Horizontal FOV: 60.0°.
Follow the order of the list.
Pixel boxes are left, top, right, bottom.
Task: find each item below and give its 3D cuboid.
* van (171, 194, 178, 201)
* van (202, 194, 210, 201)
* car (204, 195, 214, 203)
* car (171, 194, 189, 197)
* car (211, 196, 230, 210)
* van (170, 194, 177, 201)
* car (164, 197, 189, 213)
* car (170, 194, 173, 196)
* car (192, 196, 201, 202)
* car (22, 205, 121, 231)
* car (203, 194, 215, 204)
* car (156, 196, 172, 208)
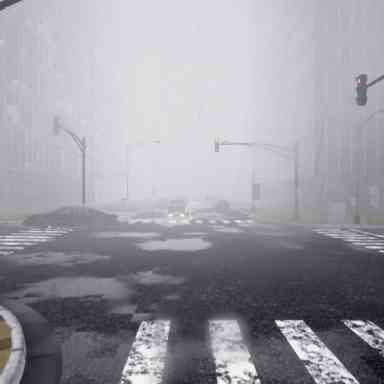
[{"bbox_3d":[-4.475,1.315,85.981,1.690,1.788,3.998,0,0,0],"label":"van"},{"bbox_3d":[3.447,1.321,80.513,1.690,1.788,3.998,0,0,0],"label":"van"},{"bbox_3d":[3.531,1.432,69.459,1.967,1.590,4.097,0,0,0],"label":"car"},{"bbox_3d":[-1.735,1.500,50.563,2.128,1.511,4.902,0,0,0],"label":"car"},{"bbox_3d":[3.788,1.579,41.822,1.947,1.339,4.313,0,0,0],"label":"car"},{"bbox_3d":[-4.433,1.321,80.454,1.690,1.788,3.998,0,0,0],"label":"van"},{"bbox_3d":[-1.633,1.563,36.850,2.033,1.411,5.357,0,0,0],"label":"car"},{"bbox_3d":[-4.308,1.563,63.871,1.947,1.339,4.313,0,0,0],"label":"car"},{"bbox_3d":[0.942,1.512,73.102,1.812,1.442,4.674,0,0,0],"label":"car"},{"bbox_3d":[-6.997,1.486,19.729,5.357,1.411,2.033,3,0,-22],"label":"car"},{"bbox_3d":[3.572,1.313,63.930,2.192,1.841,5.009,0,0,0],"label":"car"},{"bbox_3d":[-4.183,1.592,47.289,1.802,1.307,4.206,0,0,0],"label":"car"}]
